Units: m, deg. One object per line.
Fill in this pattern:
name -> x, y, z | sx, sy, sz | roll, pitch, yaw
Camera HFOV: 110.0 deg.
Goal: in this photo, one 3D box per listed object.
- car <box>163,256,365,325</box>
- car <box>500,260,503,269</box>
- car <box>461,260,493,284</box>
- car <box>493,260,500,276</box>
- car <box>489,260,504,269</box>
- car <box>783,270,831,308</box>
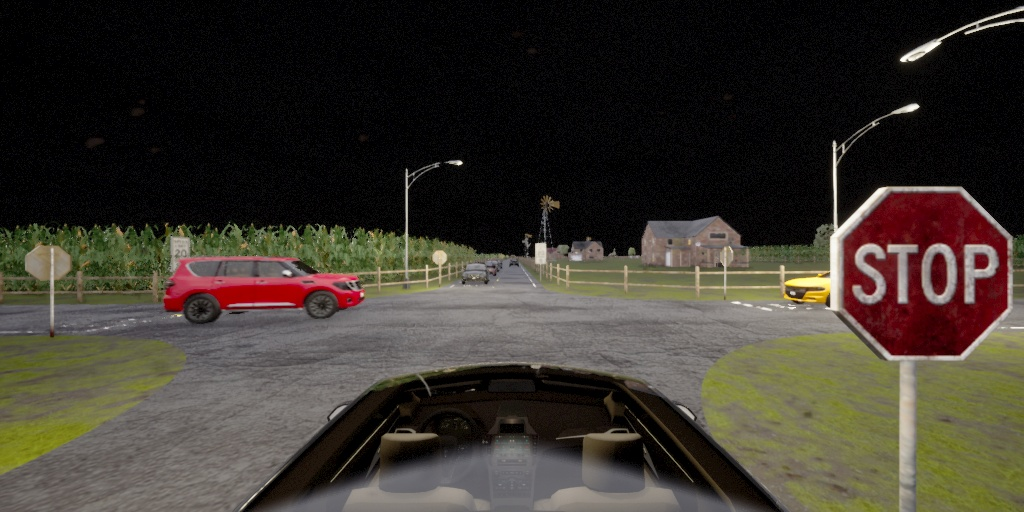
car -> -7.964, 1.018, 11.965 | 5.566, 2.045, 2.150 | -1, 0, -12
car -> -2.543, 1.281, 46.833 | 1.837, 1.490, 4.892 | 0, 0, 1
car -> -2.643, 1.263, 26.857 | 1.837, 1.490, 4.892 | 0, 0, -1
car -> -2.596, 1.331, 36.813 | 1.994, 1.385, 4.181 | 0, 0, 1
car -> -2.414, 1.335, 57.061 | 2.033, 1.411, 5.357 | 0, 0, 1
car -> 13.048, 1.106, 13.478 | 5.008, 1.535, 1.882 | -1, 0, 0
